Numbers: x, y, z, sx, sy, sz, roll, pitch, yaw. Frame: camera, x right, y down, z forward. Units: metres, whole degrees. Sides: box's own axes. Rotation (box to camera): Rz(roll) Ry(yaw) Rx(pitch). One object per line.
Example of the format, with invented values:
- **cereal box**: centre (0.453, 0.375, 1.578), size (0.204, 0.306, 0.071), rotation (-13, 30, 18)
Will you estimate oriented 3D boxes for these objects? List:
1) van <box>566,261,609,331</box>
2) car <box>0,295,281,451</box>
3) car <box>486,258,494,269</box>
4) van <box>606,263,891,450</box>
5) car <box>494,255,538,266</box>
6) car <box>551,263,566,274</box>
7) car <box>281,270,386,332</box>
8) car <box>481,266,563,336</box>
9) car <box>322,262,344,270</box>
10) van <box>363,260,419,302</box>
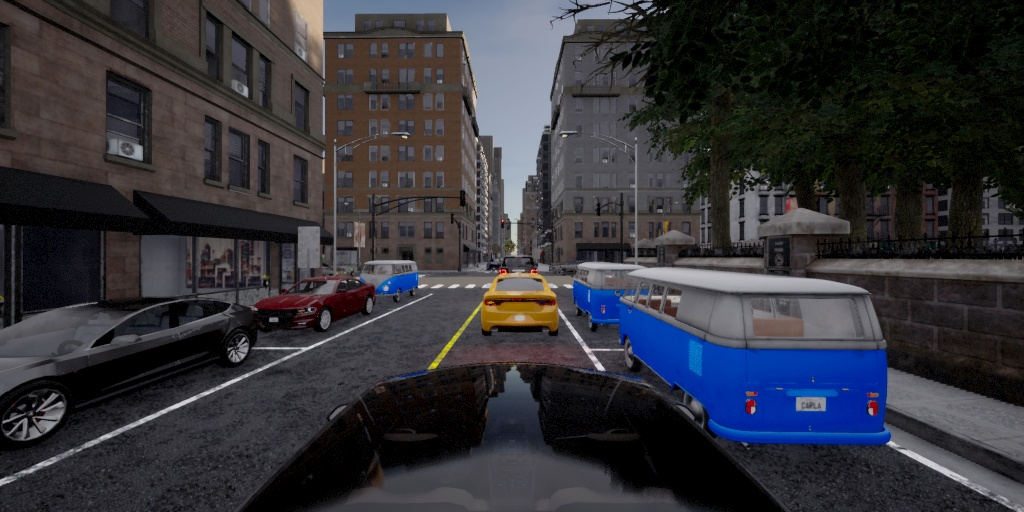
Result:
- **van**: centre (2.830, 1.090, 10.722), size (1.690, 1.789, 3.998), rotation (0, 0, 1)
- **car**: centre (-5.807, 1.316, 5.224), size (1.948, 1.339, 4.313), rotation (0, 0, 1)
- **car**: centre (-2.302, 1.087, 49.675), size (2.097, 1.767, 4.553), rotation (0, 0, 2)
- **van**: centre (2.716, 1.091, 5.065), size (1.690, 1.789, 3.998), rotation (0, 0, 1)
- **car**: centre (0.332, 0.966, 20.425), size (2.150, 2.045, 5.566), rotation (0, 0, 0)
- **car**: centre (6.622, 1.242, 38.478), size (4.902, 1.511, 2.128), rotation (0, 0, 0)
- **car**: centre (-5.694, 1.294, 10.883), size (1.888, 1.381, 4.507), rotation (0, 0, 1)
- **car**: centre (0.226, 1.227, 10.469), size (1.882, 1.535, 5.008), rotation (0, 0, 1)
- **car**: centre (-16.201, 1.281, 28.670), size (5.357, 1.411, 2.033), rotation (0, 0, 1)
- **van**: centre (-5.581, 1.088, 16.542), size (1.690, 1.789, 3.998), rotation (0, 0, 1)
